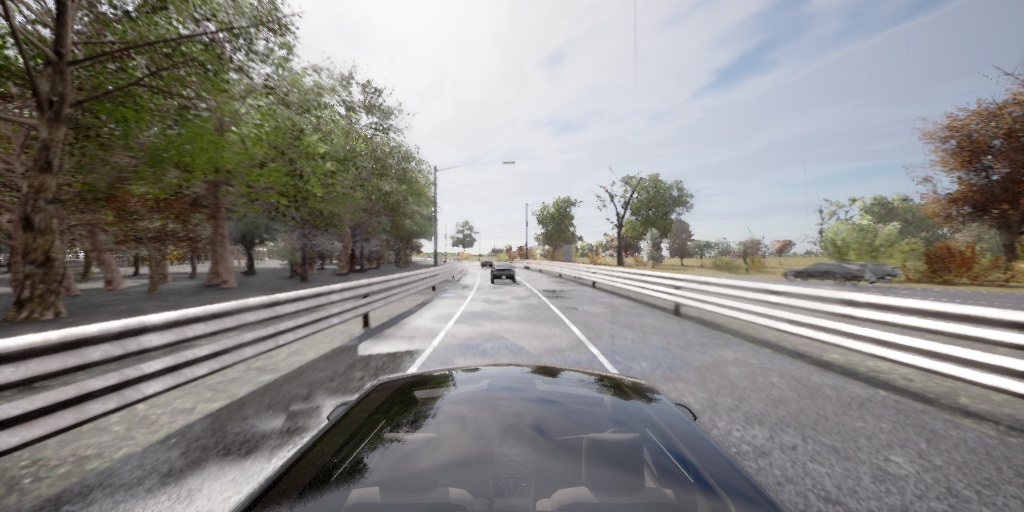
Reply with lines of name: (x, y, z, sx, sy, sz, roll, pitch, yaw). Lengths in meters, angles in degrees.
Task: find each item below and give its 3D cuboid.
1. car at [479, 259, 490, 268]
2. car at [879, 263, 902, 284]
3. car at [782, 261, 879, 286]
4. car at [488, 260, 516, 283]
car: (-4.251, 1.229, 58.905, 1.837, 1.490, 4.892, 0, 0, -9)
car: (24.414, 1.114, 25.717, 2.128, 1.511, 4.902, 0, 0, -23)
car: (21.183, 1.125, 24.373, 1.812, 1.442, 4.674, 0, 0, -23)
car: (-0.772, 1.250, 28.154, 1.837, 1.490, 4.892, 0, 0, -4)
